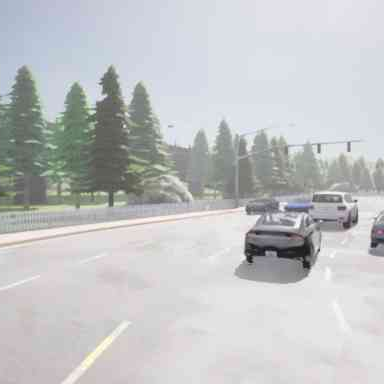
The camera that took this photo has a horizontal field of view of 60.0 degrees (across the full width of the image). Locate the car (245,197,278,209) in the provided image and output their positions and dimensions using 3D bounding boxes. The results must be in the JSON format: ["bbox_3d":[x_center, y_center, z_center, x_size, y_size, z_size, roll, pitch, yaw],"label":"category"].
[{"bbox_3d":[6.398,1.194,29.810,1.837,1.490,4.892,0,0,34],"label":"car"}]

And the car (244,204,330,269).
[{"bbox_3d":[3.115,1.377,10.874,2.128,1.511,4.902,0,1,26],"label":"car"}]

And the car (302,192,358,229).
[{"bbox_3d":[8.760,1.007,20.451,2.150,2.045,5.566,0,1,33],"label":"car"}]

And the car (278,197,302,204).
[{"bbox_3d":[9.152,1.187,27.637,1.882,1.535,5.008,0,0,34],"label":"car"}]

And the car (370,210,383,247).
[{"bbox_3d":[8.386,1.407,13.497,2.033,1.411,5.357,0,1,32],"label":"car"}]
